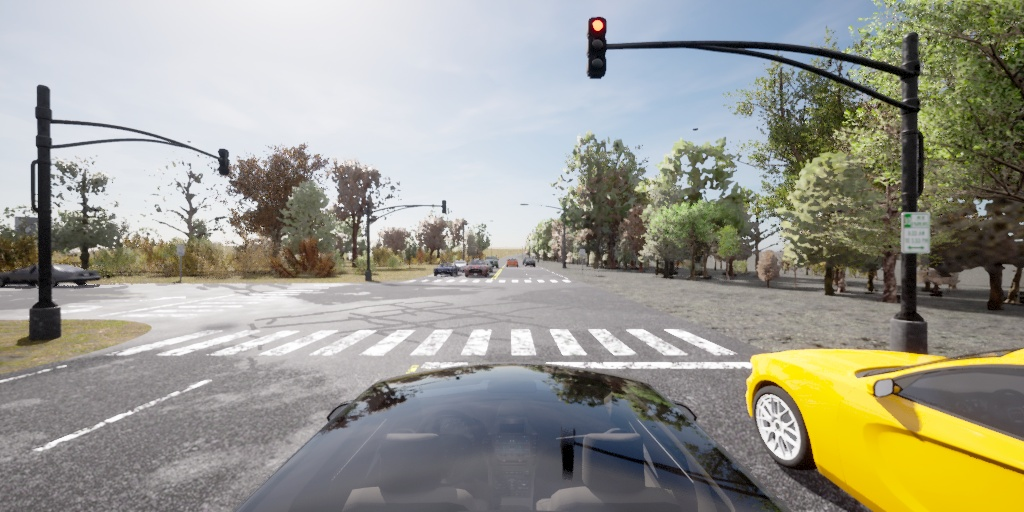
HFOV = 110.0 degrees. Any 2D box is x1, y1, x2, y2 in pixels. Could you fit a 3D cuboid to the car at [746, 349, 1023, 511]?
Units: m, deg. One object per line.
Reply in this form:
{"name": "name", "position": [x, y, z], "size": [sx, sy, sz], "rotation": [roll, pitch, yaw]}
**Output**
{"name": "car", "position": [3.363, 1.195, 1.701], "size": [1.882, 1.535, 5.008], "rotation": [0, 1, 0]}

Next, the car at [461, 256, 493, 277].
{"name": "car", "position": [-3.342, 1.110, 35.052], "size": [2.097, 1.767, 4.553], "rotation": [0, 0, 0]}

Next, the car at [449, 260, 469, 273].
{"name": "car", "position": [-6.590, 1.287, 45.161], "size": [1.812, 1.442, 4.674], "rotation": [0, 0, 0]}

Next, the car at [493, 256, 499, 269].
{"name": "car", "position": [-3.330, 0.990, 58.653], "size": [2.150, 2.045, 5.566], "rotation": [0, 0, 0]}

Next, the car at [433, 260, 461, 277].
{"name": "car", "position": [-6.593, 1.359, 36.226], "size": [1.895, 1.301, 4.718], "rotation": [0, 0, 0]}

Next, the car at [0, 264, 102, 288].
{"name": "car", "position": [-29.685, 1.240, 22.788], "size": [5.357, 1.411, 2.033], "rotation": [0, 0, -2]}

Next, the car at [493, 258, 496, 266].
{"name": "car", "position": [-3.341, 1.287, 44.040], "size": [1.812, 1.442, 4.674], "rotation": [0, 0, 0]}
